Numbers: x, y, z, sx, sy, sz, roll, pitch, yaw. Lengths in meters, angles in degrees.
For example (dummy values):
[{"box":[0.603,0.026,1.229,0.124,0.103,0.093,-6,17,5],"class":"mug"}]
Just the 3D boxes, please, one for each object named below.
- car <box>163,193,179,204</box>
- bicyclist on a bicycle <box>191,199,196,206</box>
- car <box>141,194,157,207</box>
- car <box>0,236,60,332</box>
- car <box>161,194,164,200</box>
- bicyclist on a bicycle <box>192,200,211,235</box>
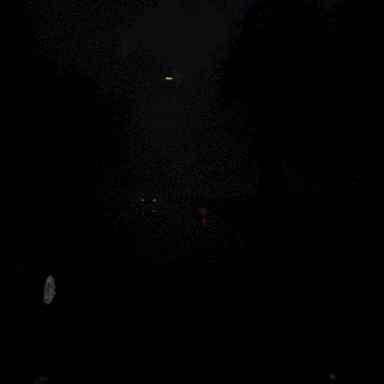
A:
[{"box":[-3.274,1.212,55.910,2.033,1.411,5.357,0,1,-7],"class":"car"},{"box":[0.205,1.339,25.655,0.582,1.620,1.656,0,0,-3],"class":"bicyclist on a bicycle"},{"box":[-5.997,1.093,46.808,2.097,1.767,4.553,0,0,-6],"class":"car"},{"box":[-3.666,1.463,4.949,1.882,1.535,5.008,0,0,-1],"class":"car"},{"box":[-5.740,1.003,73.421,2.033,1.411,5.357,0,1,-9],"class":"car"},{"box":[0.601,1.368,17.167,0.866,1.612,1.509,0,0,-2],"class":"bicyclist on a bicycle"}]
